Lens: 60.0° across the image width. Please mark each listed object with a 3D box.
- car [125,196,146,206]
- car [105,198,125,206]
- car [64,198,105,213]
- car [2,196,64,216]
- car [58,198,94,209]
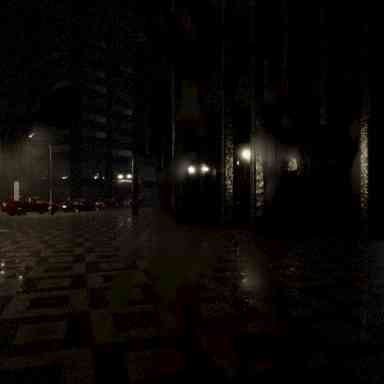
[{"bbox_3d":[-9.619,1.427,55.390,1.967,1.590,4.097,0,0,35],"label":"car"},{"bbox_3d":[-12.828,1.572,50.753,1.802,1.307,4.206,0,0,35],"label":"car"},{"bbox_3d":[-12.250,1.569,36.606,1.947,1.339,4.313,0,0,35],"label":"car"},{"bbox_3d":[-15.460,1.322,31.967,2.192,1.841,5.009,0,0,35],"label":"car"},{"bbox_3d":[-16.037,1.538,46.115,1.887,1.381,4.507,0,0,35],"label":"car"}]
